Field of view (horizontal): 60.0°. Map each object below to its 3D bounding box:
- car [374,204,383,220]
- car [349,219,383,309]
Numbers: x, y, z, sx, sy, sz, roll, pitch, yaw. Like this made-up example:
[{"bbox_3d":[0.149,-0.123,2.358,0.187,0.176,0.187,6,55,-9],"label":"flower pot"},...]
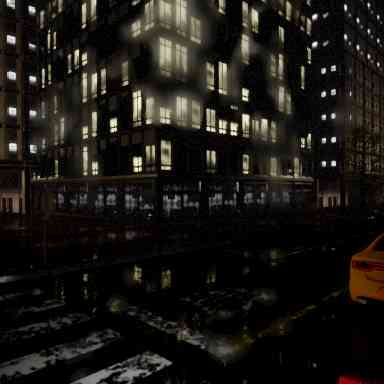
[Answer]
[{"bbox_3d":[15.563,1.405,25.652,1.967,1.590,4.097,-1,0,45],"label":"car"},{"bbox_3d":[5.055,1.470,7.070,1.882,1.535,5.008,0,0,45],"label":"car"}]
